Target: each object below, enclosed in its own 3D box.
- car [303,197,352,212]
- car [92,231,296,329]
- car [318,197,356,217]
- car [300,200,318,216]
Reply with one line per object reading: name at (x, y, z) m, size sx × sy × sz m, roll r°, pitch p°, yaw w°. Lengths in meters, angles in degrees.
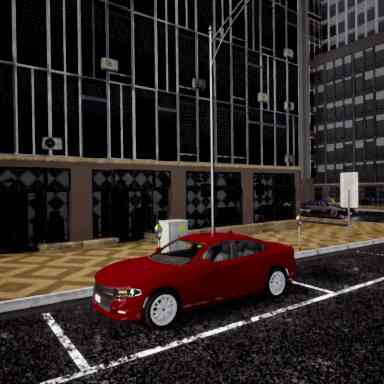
car at (14.898, 1.274, 36.726) m, size 1.752 × 1.417 × 4.829 m, roll -1°, pitch 1°, yaw -35°
car at (0.246, 1.543, 6.900) m, size 4.507 × 1.381 × 1.887 m, roll 0°, pitch -1°, yaw -35°
car at (12.093, 1.421, 30.646) m, size 2.033 × 1.411 × 5.357 m, roll -1°, pitch 1°, yaw -35°
car at (8.904, 1.450, 30.775) m, size 2.008 × 1.369 × 4.403 m, roll -1°, pitch 1°, yaw -35°
